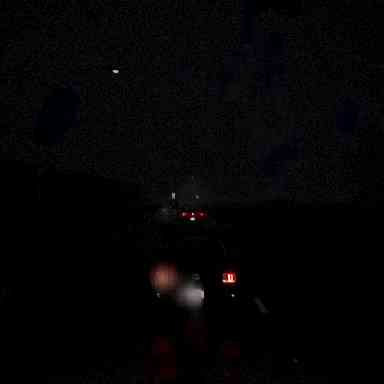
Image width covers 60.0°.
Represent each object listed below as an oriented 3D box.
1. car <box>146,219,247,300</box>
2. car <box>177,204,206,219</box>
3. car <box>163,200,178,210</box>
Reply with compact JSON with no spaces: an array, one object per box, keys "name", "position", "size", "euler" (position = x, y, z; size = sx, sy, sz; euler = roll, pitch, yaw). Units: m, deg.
[{"name":"car","position":[0.083,1.604,8.357],"size":[1.895,1.301,4.718],"euler":[0,0,0]},{"name":"car","position":[0.043,1.623,25.829],"size":[1.895,1.301,4.718],"euler":[0,0,0]},{"name":"car","position":[-2.854,1.739,45.535],"size":[1.994,1.385,4.181],"euler":[0,-1,0]}]
